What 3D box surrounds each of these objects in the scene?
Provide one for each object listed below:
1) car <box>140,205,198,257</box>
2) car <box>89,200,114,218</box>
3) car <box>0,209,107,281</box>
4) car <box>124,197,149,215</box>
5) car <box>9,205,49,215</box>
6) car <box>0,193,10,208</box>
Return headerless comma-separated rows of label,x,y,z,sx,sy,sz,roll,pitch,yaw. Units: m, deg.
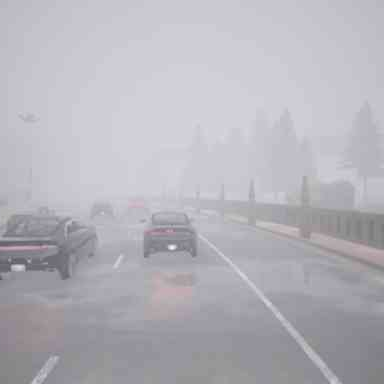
car,-0.921,1.467,12.774,1.837,1.490,4.892,0,0,-7
car,-7.788,1.442,28.714,1.837,1.490,4.892,0,0,-16
car,-4.089,1.475,9.841,2.128,1.511,4.902,0,0,-5
car,-5.628,1.265,33.450,2.097,1.767,4.553,0,0,-18
car,-9.007,1.499,19.064,1.812,1.442,4.674,0,0,-11
car,-27.532,1.174,47.827,2.150,2.045,5.566,0,0,-30
